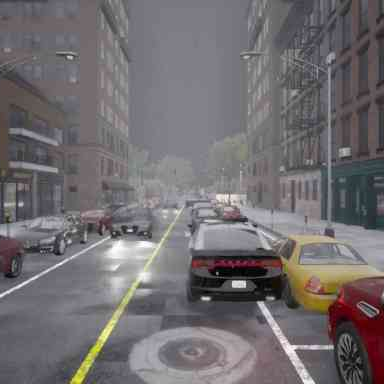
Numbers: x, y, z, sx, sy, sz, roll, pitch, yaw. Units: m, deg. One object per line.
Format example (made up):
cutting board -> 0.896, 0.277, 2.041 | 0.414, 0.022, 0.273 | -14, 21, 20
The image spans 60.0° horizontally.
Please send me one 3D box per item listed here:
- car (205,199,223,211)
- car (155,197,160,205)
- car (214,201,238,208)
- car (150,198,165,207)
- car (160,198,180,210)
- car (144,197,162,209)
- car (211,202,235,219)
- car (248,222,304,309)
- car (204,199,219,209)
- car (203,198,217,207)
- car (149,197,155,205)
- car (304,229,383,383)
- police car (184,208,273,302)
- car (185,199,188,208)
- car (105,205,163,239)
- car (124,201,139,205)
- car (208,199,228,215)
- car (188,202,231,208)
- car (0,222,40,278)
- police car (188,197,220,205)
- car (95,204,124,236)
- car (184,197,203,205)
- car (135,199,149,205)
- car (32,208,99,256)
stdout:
car -> 2.678, 1.554, 40.614 | 1.887, 1.381, 4.507 | 0, 0, 0
car -> -5.347, 1.535, 40.449 | 1.752, 1.417, 4.829 | 0, 0, 0
car -> 2.663, 1.583, 24.059 | 1.802, 1.307, 4.206 | 0, 0, 0
car -> -5.336, 1.601, 51.657 | 1.802, 1.307, 4.206 | 0, 0, 0
car -> -2.704, 1.517, 43.388 | 1.837, 1.490, 4.892 | 0, 0, 0
car -> -5.341, 1.454, 46.138 | 1.967, 1.590, 4.097 | 0, 0, 0
car -> 2.668, 1.584, 29.577 | 1.802, 1.307, 4.206 | 0, 0, 0
car -> 2.642, 1.525, 7.672 | 1.752, 1.417, 4.829 | 0, 0, 0
car -> 2.684, 1.596, 46.132 | 1.802, 1.307, 4.206 | 0, 0, 0
car -> 2.689, 1.585, 51.650 | 1.947, 1.339, 4.313 | 0, 0, 0
car -> -5.352, 1.446, 35.100 | 1.967, 1.590, 4.097 | 0, 0, 0
car -> 2.641, 1.315, 1.986 | 2.192, 1.841, 5.009 | 0, 0, 0
police car -> 0.834, 1.425, 8.465 | 1.930, 1.638, 5.238 | 0, 0, 0
car -> 0.072, 1.493, 47.125 | 1.882, 1.535, 5.008 | 0, 0, 1
car -> -2.831, 1.564, 17.136 | 1.994, 1.385, 4.181 | 0, 0, 0
car -> -5.362, 1.567, 24.063 | 1.947, 1.339, 4.313 | 0, 0, 0
car -> 2.673, 1.531, 35.266 | 1.752, 1.417, 4.829 | 0, 0, 0
car -> 0.844, 1.526, 18.355 | 1.812, 1.442, 4.674 | 0, 0, 0
car -> -5.379, 1.582, 7.506 | 1.802, 1.307, 4.206 | 0, 0, 0
police car -> 0.850, 1.426, 24.465 | 1.930, 1.638, 5.238 | 0, 0, 0
car -> -5.368, 1.545, 18.544 | 1.887, 1.381, 4.507 | 0, 0, 0
car -> 0.361, 1.590, 59.775 | 1.994, 1.385, 4.181 | 0, 0, 23
car -> -5.357, 1.553, 29.581 | 2.008, 1.369, 4.403 | 0, 0, 0
car -> -5.373, 1.551, 13.025 | 2.008, 1.369, 4.403 | 0, 0, 0
